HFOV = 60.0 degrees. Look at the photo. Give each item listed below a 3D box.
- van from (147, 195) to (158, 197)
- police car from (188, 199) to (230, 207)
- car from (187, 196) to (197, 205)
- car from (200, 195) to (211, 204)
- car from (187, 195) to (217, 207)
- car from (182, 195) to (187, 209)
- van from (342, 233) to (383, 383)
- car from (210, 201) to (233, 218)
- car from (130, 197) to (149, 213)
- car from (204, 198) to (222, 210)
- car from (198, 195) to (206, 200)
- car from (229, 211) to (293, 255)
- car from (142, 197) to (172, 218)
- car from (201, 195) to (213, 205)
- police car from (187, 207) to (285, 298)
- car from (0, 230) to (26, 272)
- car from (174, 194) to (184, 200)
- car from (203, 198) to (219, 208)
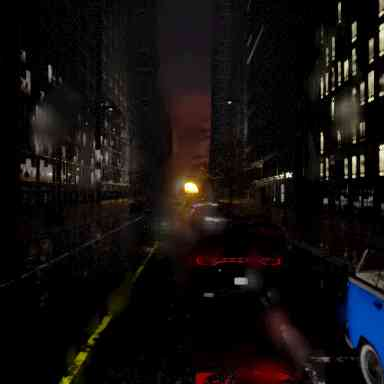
[{"bbox_3d":[-5.713,1.327,48.074,1.690,1.788,3.998,0,0,0],"label":"van"},{"bbox_3d":[0.891,1.424,18.663,1.930,1.638,5.238,0,0,0],"label":"police car"},{"bbox_3d":[-0.029,1.472,60.127,1.837,1.490,4.892,0,0,0],"label":"car"},{"bbox_3d":[2.660,1.399,65.151,1.967,1.590,4.097,0,0,0],"label":"car"},{"bbox_3d":[0.888,1.223,24.583,2.150,2.045,5.566,0,0,0],"label":"car"},{"bbox_3d":[-0.008,1.513,46.166,1.812,1.442,4.674,0,0,1],"label":"car"},{"bbox_3d":[2.689,1.341,2.535,1.690,1.788,3.998,0,0,0],"label":"van"},{"bbox_3d":[2.676,1.580,30.997,1.802,1.307,4.206,0,0,0],"label":"car"},{"bbox_3d":[-5.708,1.546,36.689,2.008,1.369,4.403,0,0,0],"label":"car"},{"bbox_3d":[2.670,1.542,42.382,2.008,1.369,4.403,0,0,0],"label":"car"},{"bbox_3d":[2.649,1.459,87.921,1.887,1.381,4.507,0,0,0],"label":"car"},{"bbox_3d":[2.684,1.581,13.919,1.802,1.307,4.206,0,0,0],"label":"car"},{"bbox_3d":[-3.116,1.502,30.747,1.837,1.490,4.892,0,0,0],"label":"car"},{"bbox_3d":[2.662,1.408,59.459,1.967,1.590,4.097,0,0,0],"label":"car"},{"bbox_3d":[0.896,1.425,8.663,1.930,1.638,5.238,0,0,0],"label":"police car"},{"bbox_3d":[-5.695,1.581,8.225,1.802,1.307,4.206,0,0,0],"label":"car"},{"bbox_3d":[-3.044,1.260,90.098,2.097,1.767,4.553,0,0,0],"label":"car"},{"bbox_3d":[2.668,1.536,48.074,2.008,1.369,4.403,0,0,0],"label":"car"}]
